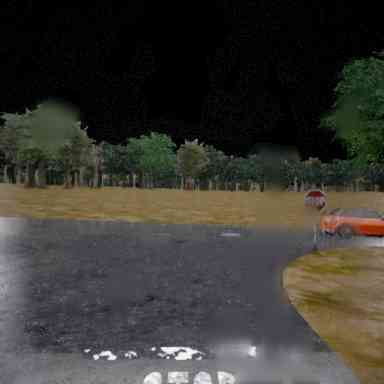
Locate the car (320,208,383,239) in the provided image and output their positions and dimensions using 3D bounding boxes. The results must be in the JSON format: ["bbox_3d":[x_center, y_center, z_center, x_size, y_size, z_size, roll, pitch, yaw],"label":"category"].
[{"bbox_3d":[9.900,1.767,19.081,4.553,1.767,2.097,2,-2,-3],"label":"car"}]
